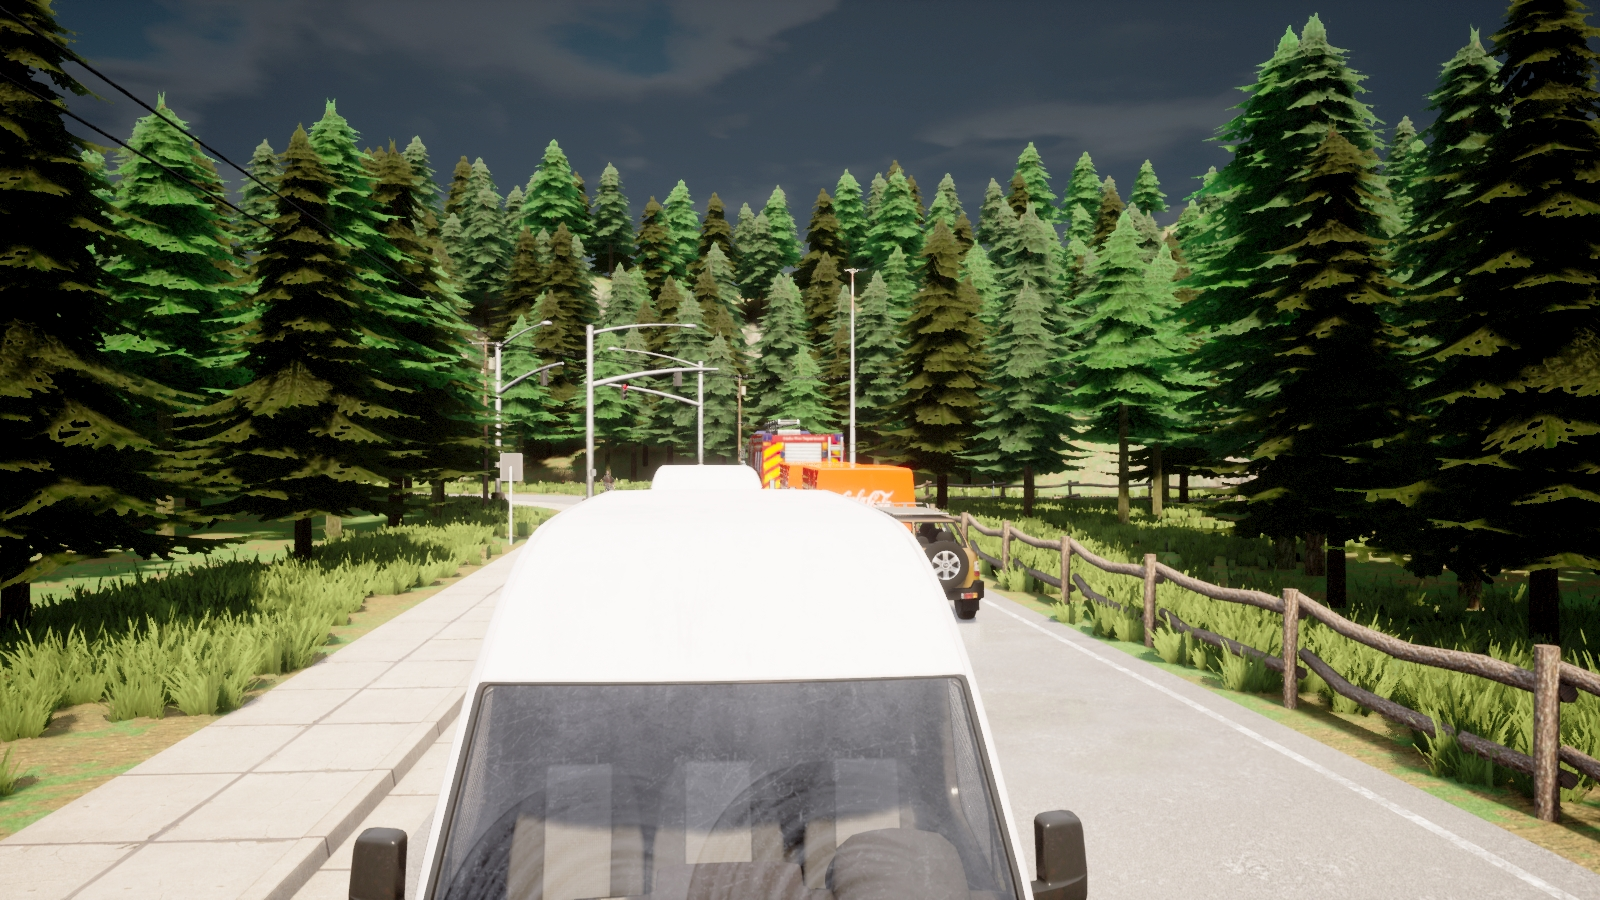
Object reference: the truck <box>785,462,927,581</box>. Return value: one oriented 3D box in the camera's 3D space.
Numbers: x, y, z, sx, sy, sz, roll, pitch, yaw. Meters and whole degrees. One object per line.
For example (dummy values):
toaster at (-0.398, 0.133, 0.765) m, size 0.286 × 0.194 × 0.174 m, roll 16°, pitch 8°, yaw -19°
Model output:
truck at (1.157, 1.541, 26.866) m, size 2.627 × 2.467 × 5.204 m, roll 0°, pitch 0°, yaw -5°

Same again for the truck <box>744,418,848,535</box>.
truck at (-0.330, 0.864, 41.732) m, size 2.891 × 3.827 × 8.468 m, roll 0°, pitch 0°, yaw -6°

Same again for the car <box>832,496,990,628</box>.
car at (1.806, 1.837, 20.136) m, size 1.932 × 1.855 × 4.605 m, roll 0°, pitch 0°, yaw -5°

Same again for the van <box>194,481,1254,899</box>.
van at (-0.340, 1.500, 5.097) m, size 1.988 × 2.561 × 5.915 m, roll 0°, pitch 0°, yaw -5°

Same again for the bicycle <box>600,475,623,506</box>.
bicycle at (-9.423, 2.037, 57.149) m, size 0.329 × 1.471 × 1.835 m, roll -3°, pitch 2°, yaw -35°
